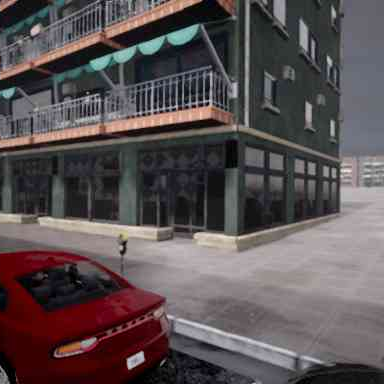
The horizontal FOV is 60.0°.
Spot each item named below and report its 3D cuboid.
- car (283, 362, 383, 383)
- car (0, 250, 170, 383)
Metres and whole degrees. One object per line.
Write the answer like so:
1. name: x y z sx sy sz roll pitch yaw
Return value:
1. car: 2.217 1.581 1.288 4.313 1.339 1.947 1 0 36
2. car: -2.366 1.485 4.567 4.507 1.381 1.887 1 0 36
